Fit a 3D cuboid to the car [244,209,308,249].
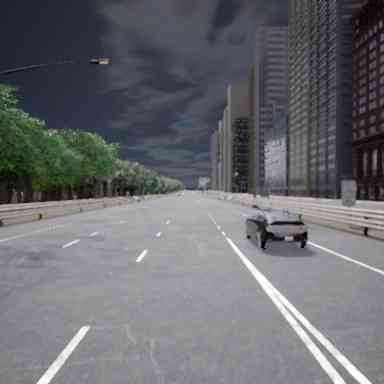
[{"bbox_3d":[3.540,1.507,14.669,2.128,1.511,4.902,0,0,-1],"label":"car"}]
